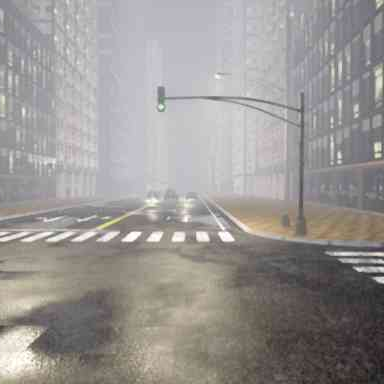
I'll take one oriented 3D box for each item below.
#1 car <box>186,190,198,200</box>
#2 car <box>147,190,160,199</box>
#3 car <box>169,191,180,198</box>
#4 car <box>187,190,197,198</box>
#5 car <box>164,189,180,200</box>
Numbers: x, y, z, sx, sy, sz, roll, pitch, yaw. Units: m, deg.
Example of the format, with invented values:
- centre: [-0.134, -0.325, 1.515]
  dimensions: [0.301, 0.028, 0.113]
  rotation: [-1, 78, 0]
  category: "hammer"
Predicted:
- centre: [-0.003, 0.592, 53.130]
  dimensions: [1.895, 1.301, 4.718]
  rotation: [0, 1, 0]
  category: "car"
- centre: [-6.503, 0.419, 56.850]
  dimensions: [2.128, 1.511, 4.902]
  rotation: [0, 1, 0]
  category: "car"
- centre: [-3.253, 0.429, 62.714]
  dimensions: [1.895, 1.301, 4.718]
  rotation: [0, 1, 0]
  category: "car"
- centre: [-0.003, 0.386, 63.100]
  dimensions: [1.994, 1.385, 4.181]
  rotation: [0, 1, 0]
  category: "car"
- centre: [-3.253, 0.351, 52.650]
  dimensions: [2.097, 1.767, 4.553]
  rotation: [0, 1, 0]
  category: "car"
